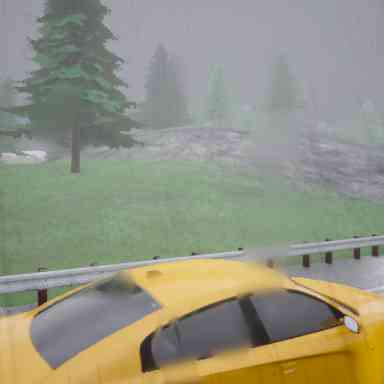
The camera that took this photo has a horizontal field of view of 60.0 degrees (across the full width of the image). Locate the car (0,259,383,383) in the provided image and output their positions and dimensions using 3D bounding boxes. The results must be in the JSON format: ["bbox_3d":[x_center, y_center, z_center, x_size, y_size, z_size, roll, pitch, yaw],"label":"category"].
[{"bbox_3d":[0.371,1.477,3.417,5.008,1.535,1.882,0,0,-29],"label":"car"}]
